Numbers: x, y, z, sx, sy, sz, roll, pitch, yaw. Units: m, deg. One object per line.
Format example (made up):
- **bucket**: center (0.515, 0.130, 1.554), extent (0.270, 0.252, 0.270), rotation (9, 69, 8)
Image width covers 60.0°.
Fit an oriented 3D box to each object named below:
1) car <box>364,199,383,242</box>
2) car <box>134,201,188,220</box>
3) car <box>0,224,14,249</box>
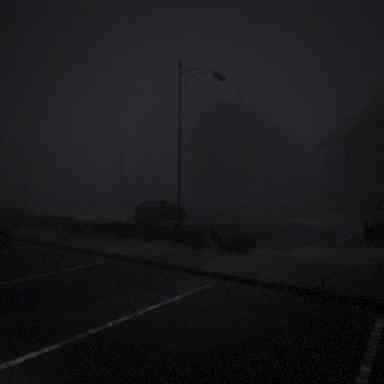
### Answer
- **car**: center (9.286, 1.296, 15.485), extent (1.905, 1.878, 3.866), rotation (1, 0, 35)
- **car**: center (-2.075, 1.333, 22.769), extent (1.816, 1.474, 4.193), rotation (1, 0, 35)
- **car**: center (-8.492, 1.364, 11.555), extent (1.784, 1.438, 3.905), rotation (1, 0, 35)
